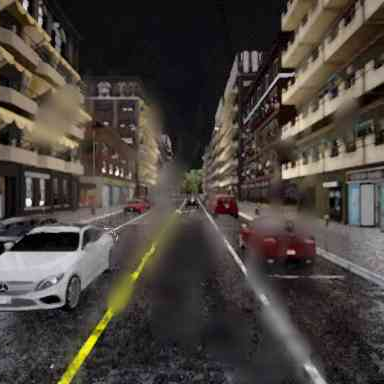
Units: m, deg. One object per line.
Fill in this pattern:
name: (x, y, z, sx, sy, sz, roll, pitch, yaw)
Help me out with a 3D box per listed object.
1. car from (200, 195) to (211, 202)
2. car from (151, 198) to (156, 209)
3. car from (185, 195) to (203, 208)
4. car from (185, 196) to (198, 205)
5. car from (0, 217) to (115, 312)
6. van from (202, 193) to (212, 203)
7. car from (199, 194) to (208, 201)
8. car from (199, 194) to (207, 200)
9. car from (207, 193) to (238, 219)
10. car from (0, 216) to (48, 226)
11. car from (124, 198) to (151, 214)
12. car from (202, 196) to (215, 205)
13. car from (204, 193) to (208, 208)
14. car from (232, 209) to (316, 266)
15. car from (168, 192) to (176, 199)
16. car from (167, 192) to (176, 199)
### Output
car: (2.693, 1.309, 66.999, 2.008, 1.369, 4.403, 1, 0, 0)
car: (-5.684, 1.440, 39.182, 1.802, 1.307, 4.206, 1, 0, 0)
car: (-0.005, 1.385, 44.665, 2.033, 1.411, 5.357, 0, 0, 0)
car: (-0.006, 1.349, 54.972, 2.033, 1.411, 5.357, 0, 0, 0)
car: (-3.083, 1.497, 7.774, 1.812, 1.442, 4.674, 0, 0, 0)
van: (2.697, 1.119, 61.427, 1.690, 1.788, 3.998, 1, 0, 0)
car: (2.692, 1.244, 78.311, 1.752, 1.417, 4.829, 1, 0, 0)
car: (2.691, 1.281, 83.713, 1.802, 1.307, 4.206, 1, 0, 0)
car: (2.701, 1.212, 28.001, 2.192, 1.841, 5.009, 1, 0, 0)
car: (-5.681, 1.524, 11.327, 1.947, 1.339, 4.313, 1, 0, 0)
car: (-5.683, 1.422, 33.612, 1.887, 1.381, 4.507, 1, 0, 0)
car: (2.695, 1.343, 55.857, 1.887, 1.381, 4.507, 1, 0, 0)
car: (2.700, 1.192, 33.571, 2.192, 1.841, 5.009, 1, 0, 0)
car: (2.700, 1.503, 11.288, 1.887, 1.381, 4.507, 1, 0, 0)
car: (-5.686, 0.976, 94.892, 2.192, 1.841, 5.009, 1, 0, 0)
car: (-5.689, 1.246, 89.323, 1.947, 1.339, 4.313, 1, 0, 0)
